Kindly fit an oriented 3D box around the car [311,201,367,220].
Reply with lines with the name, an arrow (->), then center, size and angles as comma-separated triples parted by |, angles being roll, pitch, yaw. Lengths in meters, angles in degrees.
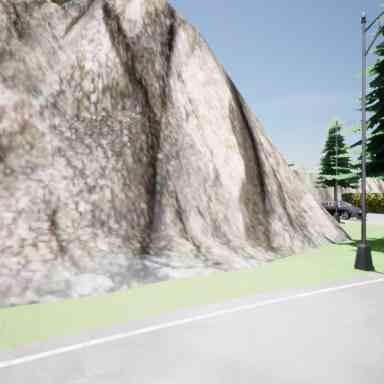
car -> 12.368, 1.492, 28.302 | 2.128, 1.511, 4.902 | 0, 0, -26
